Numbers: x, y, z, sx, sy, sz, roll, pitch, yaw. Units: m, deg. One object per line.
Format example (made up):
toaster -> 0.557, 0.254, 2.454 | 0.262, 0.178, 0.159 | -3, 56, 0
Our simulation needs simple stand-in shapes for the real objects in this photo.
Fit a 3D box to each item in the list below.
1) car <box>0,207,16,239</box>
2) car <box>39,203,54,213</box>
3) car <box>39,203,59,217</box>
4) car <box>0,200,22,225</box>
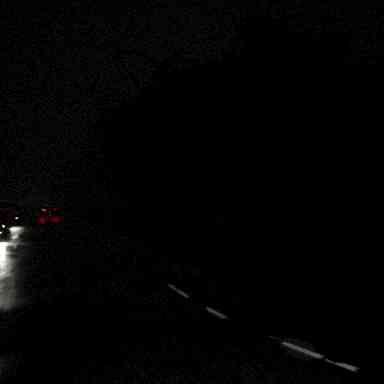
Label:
car -> -11.617, 1.876, 19.357 | 1.837, 1.490, 4.892 | 0, -1, -25
car -> -21.370, 2.318, 48.638 | 1.895, 1.301, 4.718 | 0, 0, -25
car -> -16.896, 2.134, 39.318 | 1.812, 1.442, 4.674 | 0, 0, -25
car -> -16.161, 1.741, 29.069 | 2.150, 2.045, 5.566 | 0, -1, -25
